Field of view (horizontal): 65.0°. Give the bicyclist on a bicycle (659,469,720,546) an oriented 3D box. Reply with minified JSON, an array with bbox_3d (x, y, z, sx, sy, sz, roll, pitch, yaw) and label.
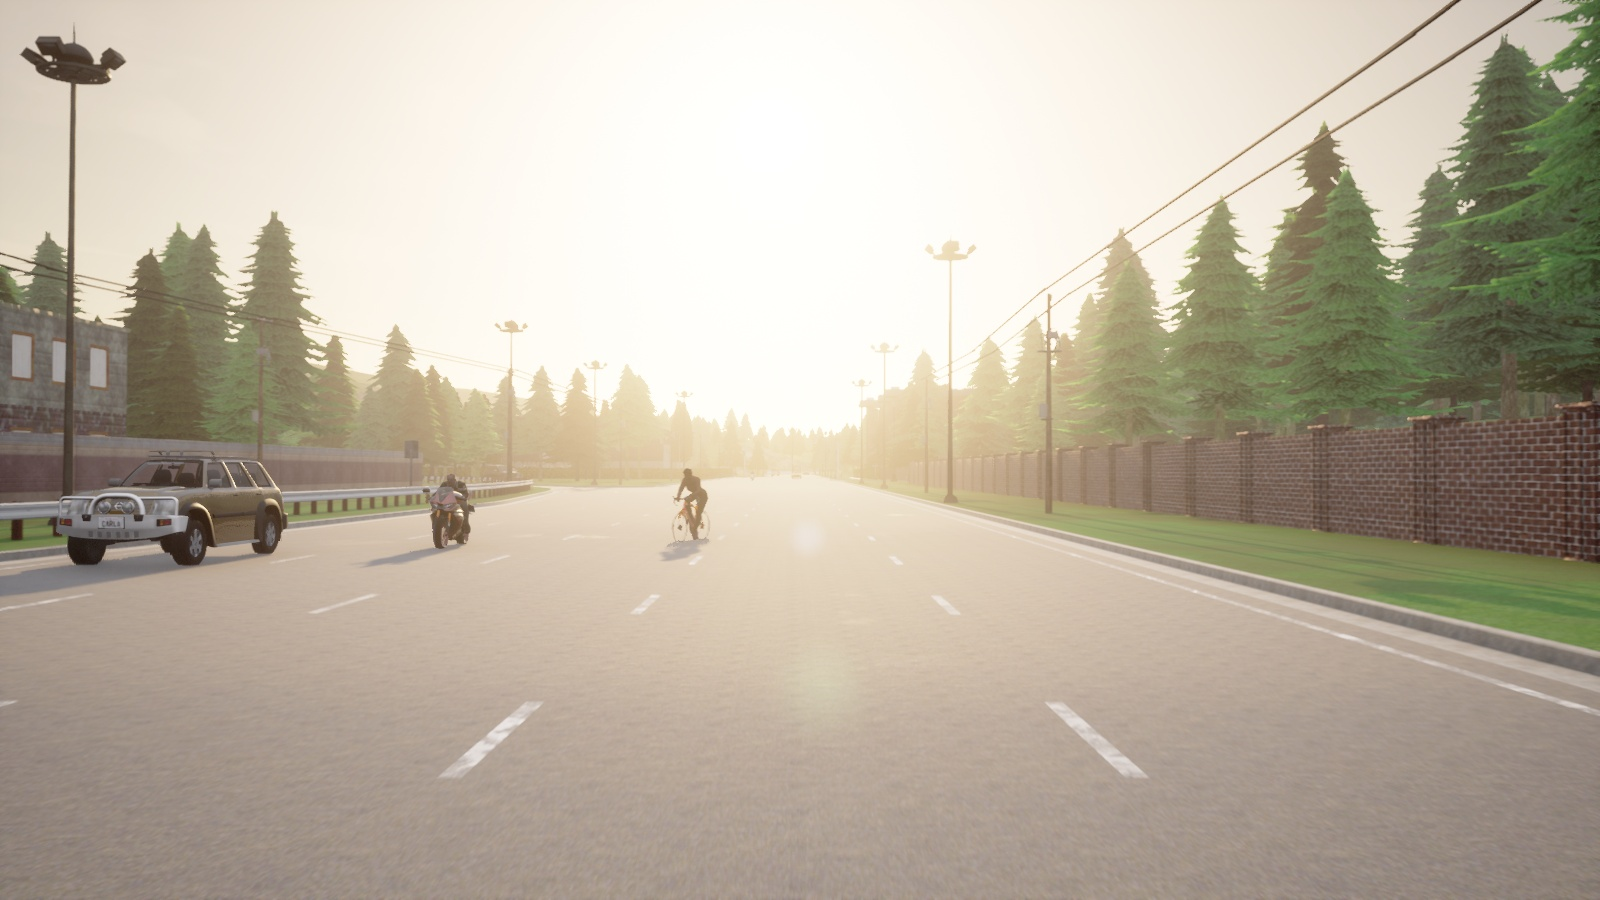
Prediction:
[{"bbox_3d":[-2.417,1.241,27.675,0.582,1.620,1.656,0,-1,25],"label":"bicyclist on a bicycle"}]

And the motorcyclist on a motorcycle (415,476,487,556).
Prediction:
[{"bbox_3d":[-7.061,1.305,25.522,0.866,1.530,2.191,0,-1,0],"label":"motorcyclist on a motorcycle"}]

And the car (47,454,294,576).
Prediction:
[{"bbox_3d":[-10.553,1.034,21.505,1.932,1.855,4.605,0,-1,0],"label":"car"}]
